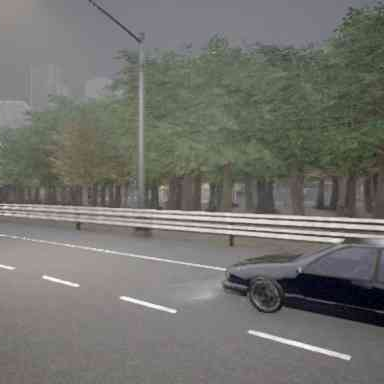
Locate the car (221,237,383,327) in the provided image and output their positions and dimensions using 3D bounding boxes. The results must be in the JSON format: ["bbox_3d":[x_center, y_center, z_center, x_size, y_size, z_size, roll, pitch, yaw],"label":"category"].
[{"bbox_3d":[3.203,1.548,5.883,5.357,1.411,2.033,0,0,36],"label":"car"}]
